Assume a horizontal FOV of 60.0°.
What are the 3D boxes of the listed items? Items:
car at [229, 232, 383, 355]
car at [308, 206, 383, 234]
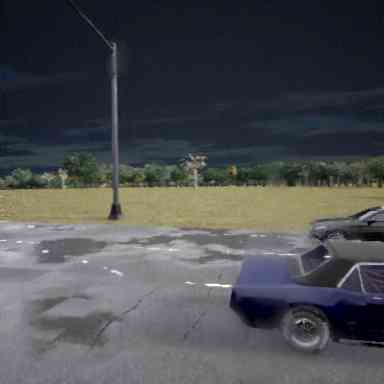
[{"bbox_3d":[3.007,1.453,4.827,4.718,1.301,1.895,0,2,15],"label":"car"},{"bbox_3d":[6.385,1.213,11.165,4.674,1.442,1.812,1,2,15],"label":"car"}]
